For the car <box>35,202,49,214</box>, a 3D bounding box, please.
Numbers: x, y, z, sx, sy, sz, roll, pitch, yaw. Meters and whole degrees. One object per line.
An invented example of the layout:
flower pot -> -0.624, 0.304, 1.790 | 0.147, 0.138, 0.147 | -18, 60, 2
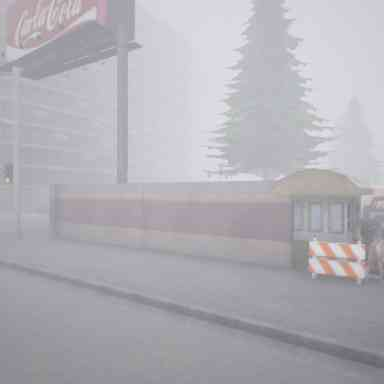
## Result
car -> -13.909, 1.496, 34.812 | 1.837, 1.490, 4.892 | 0, 0, 35

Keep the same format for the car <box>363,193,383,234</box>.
car -> 10.719, 1.149, 16.598 | 3.866, 1.878, 1.905 | 0, 0, 35

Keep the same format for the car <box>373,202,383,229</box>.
car -> 12.661, 1.338, 18.653 | 4.193, 1.474, 1.816 | 0, 0, 35
